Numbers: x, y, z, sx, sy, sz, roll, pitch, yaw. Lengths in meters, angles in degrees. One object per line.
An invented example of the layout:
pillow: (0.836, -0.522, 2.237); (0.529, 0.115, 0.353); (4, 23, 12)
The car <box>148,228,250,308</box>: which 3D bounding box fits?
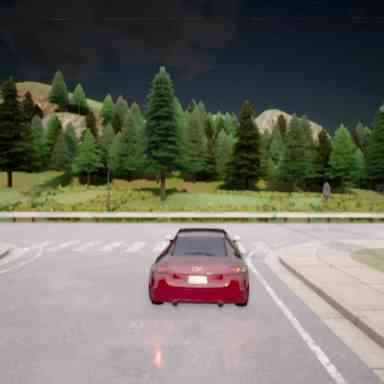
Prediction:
car: (0.240, 1.538, 7.978); (1.994, 1.385, 4.181); (0, 0, 4)
